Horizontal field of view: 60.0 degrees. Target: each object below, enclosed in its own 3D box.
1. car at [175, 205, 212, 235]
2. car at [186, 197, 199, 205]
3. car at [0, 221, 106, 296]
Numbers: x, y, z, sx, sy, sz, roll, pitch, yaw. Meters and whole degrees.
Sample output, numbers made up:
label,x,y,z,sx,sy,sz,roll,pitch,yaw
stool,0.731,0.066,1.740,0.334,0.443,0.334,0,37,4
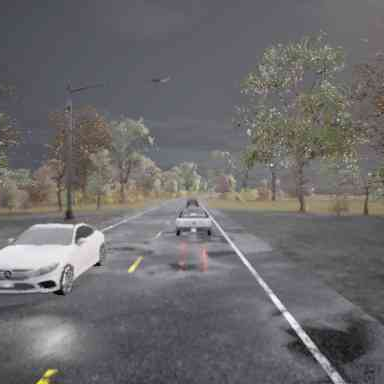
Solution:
label,x,y,z,sx,sy,sz,roll,pitch,yaw
car,0.086,1.625,19.000,1.895,1.301,4.718,0,0,0
car,0.058,1.575,54.853,1.837,1.490,4.892,0,0,0
car,-3.601,1.536,8.805,1.812,1.442,4.674,0,0,0
